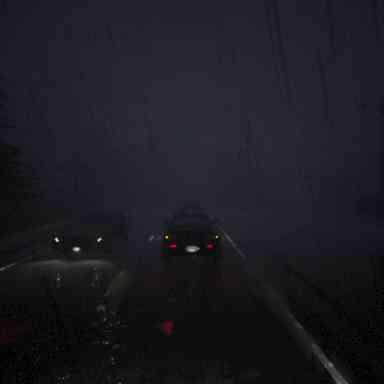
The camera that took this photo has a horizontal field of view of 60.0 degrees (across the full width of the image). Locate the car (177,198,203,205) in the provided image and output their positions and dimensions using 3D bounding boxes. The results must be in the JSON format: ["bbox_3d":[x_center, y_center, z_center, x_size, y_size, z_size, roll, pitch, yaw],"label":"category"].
[{"bbox_3d":[-0.155,1.206,26.100,1.882,1.535,5.008,0,1,-1],"label":"car"}]

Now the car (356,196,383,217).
[{"bbox_3d":[14.057,1.072,24.965,2.007,1.523,4.514,0,1,0],"label":"car"}]

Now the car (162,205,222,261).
[{"bbox_3d":[-0.032,1.404,11.612,1.812,1.442,4.674,0,0,-1],"label":"car"}]

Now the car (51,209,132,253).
[{"bbox_3d":[-3.662,1.411,13.235,2.033,1.411,5.357,0,1,0],"label":"car"}]
